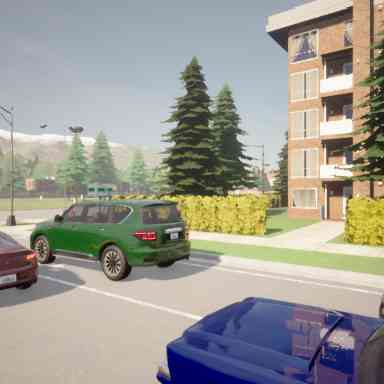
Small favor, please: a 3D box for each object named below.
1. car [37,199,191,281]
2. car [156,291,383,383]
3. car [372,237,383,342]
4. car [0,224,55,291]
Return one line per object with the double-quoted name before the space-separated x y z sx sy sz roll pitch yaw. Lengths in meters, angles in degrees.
"car" -2.628 1.221 10.103 5.566 2.045 2.150 0 0 36
"car" 2.008 1.601 2.564 4.718 1.301 1.895 0 0 35
"car" 5.044 1.564 4.698 4.181 1.385 1.994 0 0 35
"car" -5.432 1.526 7.810 4.674 1.442 1.812 0 0 36
